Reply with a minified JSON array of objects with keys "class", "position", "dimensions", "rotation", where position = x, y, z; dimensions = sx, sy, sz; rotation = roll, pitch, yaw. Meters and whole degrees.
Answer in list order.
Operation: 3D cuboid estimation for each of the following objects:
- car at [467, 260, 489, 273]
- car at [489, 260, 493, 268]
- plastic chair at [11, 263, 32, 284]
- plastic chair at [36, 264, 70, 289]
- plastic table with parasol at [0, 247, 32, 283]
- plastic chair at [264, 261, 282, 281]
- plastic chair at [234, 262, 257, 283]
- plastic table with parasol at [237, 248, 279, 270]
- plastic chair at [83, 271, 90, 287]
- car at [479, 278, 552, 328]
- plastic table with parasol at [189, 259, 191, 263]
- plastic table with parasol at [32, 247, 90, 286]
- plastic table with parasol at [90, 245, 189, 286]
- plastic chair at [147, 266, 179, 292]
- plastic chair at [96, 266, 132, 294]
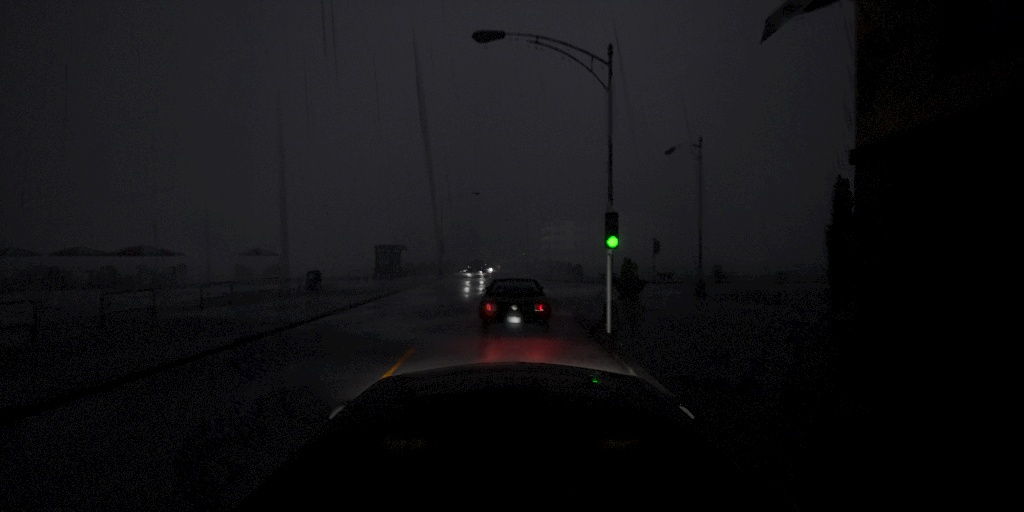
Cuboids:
[{"class":"car","position":[-4.122,1.201,42.465],"dimensions":[1.837,1.490,4.892],"rotation":[0,1,0]},{"class":"car","position":[-4.106,1.278,58.619],"dimensions":[1.895,1.301,4.718],"rotation":[0,0,0]},{"class":"plastic chair","position":[-33.350,1.250,24.619],"dimensions":[0.730,1.272,0.750],"rotation":[0,0,-1]},{"class":"plastic chair","position":[-27.015,1.255,21.120],"dimensions":[0.750,1.272,0.730],"rotation":[0,0,0]},{"class":"plastic table with parasol","position":[-34.528,0.646,24.734],"dimensions":[2.482,2.480,2.482],"rotation":[0,0,0]},{"class":"plastic chair","position":[-17.920,1.247,27.026],"dimensions":[0.730,1.272,0.750],"rotation":[0,0,0]},{"class":"plastic chair","position":[-19.219,1.249,25.826],"dimensions":[0.750,1.272,0.730],"rotation":[0,0,0]},{"class":"plastic table with parasol","position":[-19.190,0.643,27.166],"dimensions":[2.482,2.480,2.482],"rotation":[0,0,0]},{"class":"plastic chair","position":[-25.716,1.253,22.321],"dimensions":[0.730,1.272,0.750],"rotation":[0,0,0]},{"class":"car","position":[0.084,1.338,11.318],"dimensions":[1.895,1.301,4.718],"rotation":[0,0,0]},{"class":"plastic table with parasol","position":[-27.821,0.641,28.569],"dimensions":[2.482,2.480,2.482],"rotation":[0,0,0]},{"class":"plastic table with parasol","position":[-26.916,0.649,22.370],"dimensions":[2.482,2.480,2.482],"rotation":[0,0,0]},{"class":"plastic table with parasol","position":[-19.934,0.653,19.345],"dimensions":[2.482,2.480,2.482],"rotation":[0,0,0]},{"class":"plastic chair","position":[-18.714,1.257,19.226],"dimensions":[0.730,1.272,0.750],"rotation":[0,0,0]},{"class":"plastic chair","position":[-20.013,1.259,18.025],"dimensions":[0.750,1.272,0.730],"rotation":[0,0,0]}]
